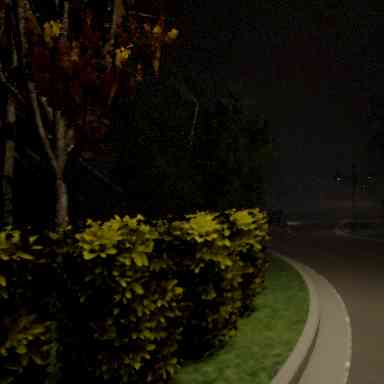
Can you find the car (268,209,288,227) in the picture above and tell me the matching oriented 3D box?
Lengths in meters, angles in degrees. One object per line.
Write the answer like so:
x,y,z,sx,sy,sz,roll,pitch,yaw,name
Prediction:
7.303,2.245,29.800,1.882,1.535,5.008,-2,-2,25,car
